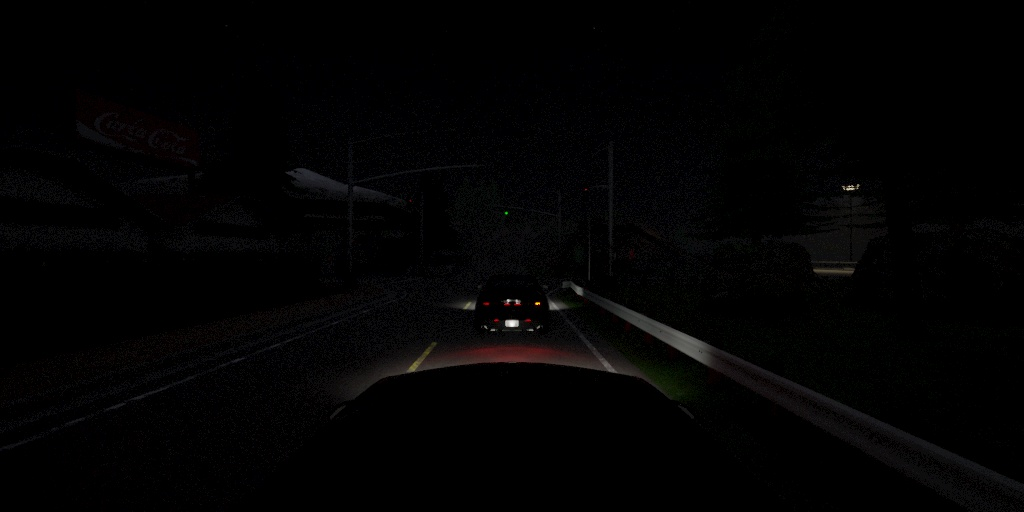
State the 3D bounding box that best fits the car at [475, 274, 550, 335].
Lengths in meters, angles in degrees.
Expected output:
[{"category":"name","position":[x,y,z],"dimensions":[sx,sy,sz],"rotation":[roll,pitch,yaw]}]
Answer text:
[{"category":"car","position":[0.019,1.256,10.467],"dimensions":[1.837,1.490,4.892],"rotation":[0,0,0]}]
